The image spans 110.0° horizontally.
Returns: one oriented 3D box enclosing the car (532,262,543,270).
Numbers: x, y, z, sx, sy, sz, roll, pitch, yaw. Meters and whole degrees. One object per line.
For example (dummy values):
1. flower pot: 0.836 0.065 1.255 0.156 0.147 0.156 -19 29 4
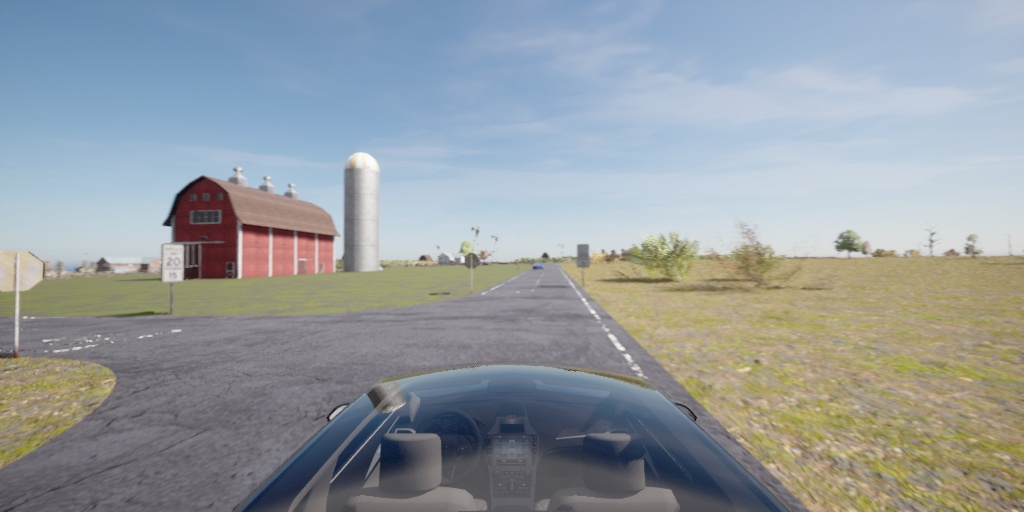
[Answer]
1. car: 4.688 1.801 64.870 1.882 1.535 5.008 -1 -1 6
